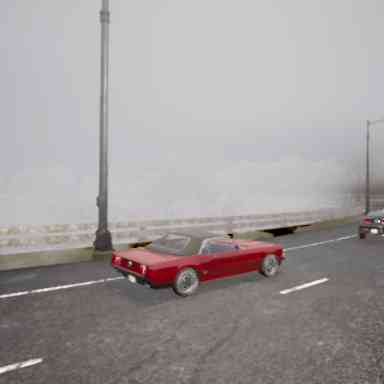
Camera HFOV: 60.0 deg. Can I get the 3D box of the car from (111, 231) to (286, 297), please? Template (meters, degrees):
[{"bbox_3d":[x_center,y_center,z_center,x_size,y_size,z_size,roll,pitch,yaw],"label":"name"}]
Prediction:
[{"bbox_3d":[0.409,1.695,8.862,4.718,1.301,1.895,1,-1,-38],"label":"car"}]

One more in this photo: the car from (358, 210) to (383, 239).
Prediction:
[{"bbox_3d":[10.600,1.757,18.010,1.837,1.490,4.892,0,-2,44],"label":"car"}]
